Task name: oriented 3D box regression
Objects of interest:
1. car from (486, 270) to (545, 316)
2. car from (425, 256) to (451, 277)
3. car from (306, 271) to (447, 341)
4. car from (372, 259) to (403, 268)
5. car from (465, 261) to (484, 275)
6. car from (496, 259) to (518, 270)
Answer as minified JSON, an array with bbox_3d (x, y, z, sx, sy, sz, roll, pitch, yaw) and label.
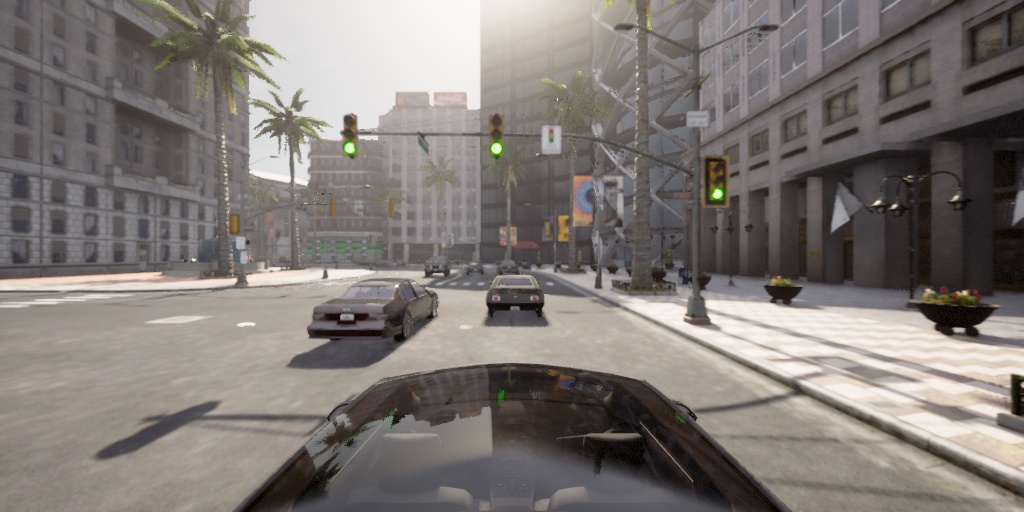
[{"bbox_3d":[0.104,1.366,13.490,1.895,1.301,4.718,0,0,0],"label":"car"},{"bbox_3d":[-7.458,1.016,36.471,2.150,2.045,5.566,0,0,-6],"label":"car"},{"bbox_3d":[-3.397,1.308,9.895,2.033,1.411,5.357,0,0,0],"label":"car"},{"bbox_3d":[-21.426,1.320,61.418,4.902,1.511,2.128,0,0,38],"label":"car"},{"bbox_3d":[-4.282,1.325,40.568,1.812,1.442,4.674,0,0,-10],"label":"car"},{"bbox_3d":[-0.576,1.150,39.269,2.097,1.767,4.553,0,0,-7],"label":"car"}]
